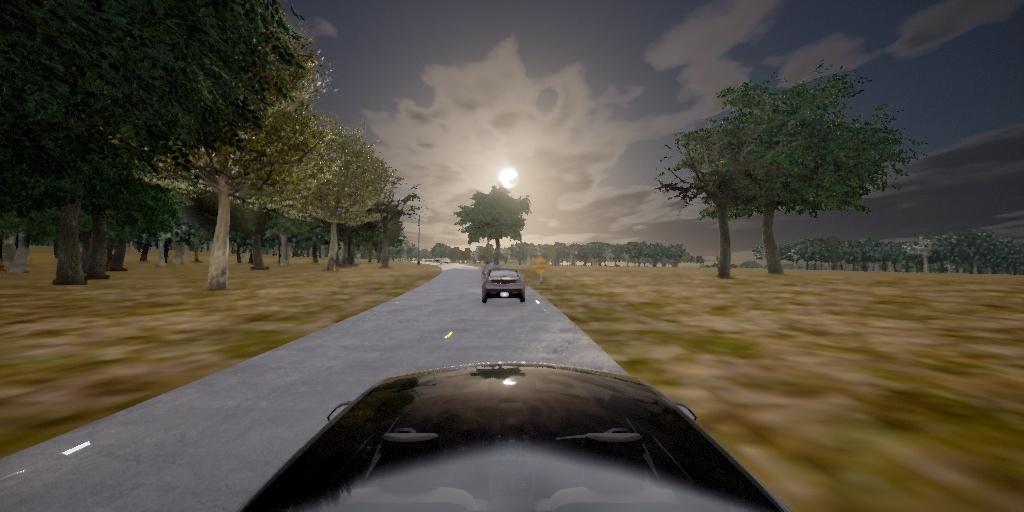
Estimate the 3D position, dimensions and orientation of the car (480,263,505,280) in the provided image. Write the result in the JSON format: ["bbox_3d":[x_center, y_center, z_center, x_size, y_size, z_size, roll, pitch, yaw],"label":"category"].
[{"bbox_3d":[-1.771,1.344,31.694,1.895,1.301,4.718,0,0,-7],"label":"car"}]

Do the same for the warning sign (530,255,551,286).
[{"bbox_3d":[1.827,0.866,22.202,1.300,1.860,1.060,0,0,-5],"label":"warning sign"}]

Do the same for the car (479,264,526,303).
[{"bbox_3d":[-0.442,1.265,16.619,1.837,1.490,4.892,0,0,-3],"label":"car"}]
